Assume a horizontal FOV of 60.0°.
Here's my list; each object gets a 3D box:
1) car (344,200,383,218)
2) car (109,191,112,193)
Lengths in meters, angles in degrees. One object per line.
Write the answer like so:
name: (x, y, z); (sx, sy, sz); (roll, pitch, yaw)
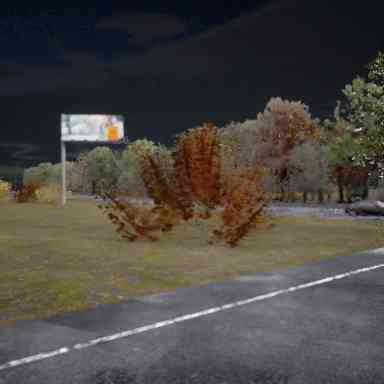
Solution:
car: (14.805, 1.419, 27.006); (1.812, 1.442, 4.674); (0, 0, -34)
car: (-21.766, 0.673, 84.588); (2.150, 2.045, 5.566); (0, 0, -27)
